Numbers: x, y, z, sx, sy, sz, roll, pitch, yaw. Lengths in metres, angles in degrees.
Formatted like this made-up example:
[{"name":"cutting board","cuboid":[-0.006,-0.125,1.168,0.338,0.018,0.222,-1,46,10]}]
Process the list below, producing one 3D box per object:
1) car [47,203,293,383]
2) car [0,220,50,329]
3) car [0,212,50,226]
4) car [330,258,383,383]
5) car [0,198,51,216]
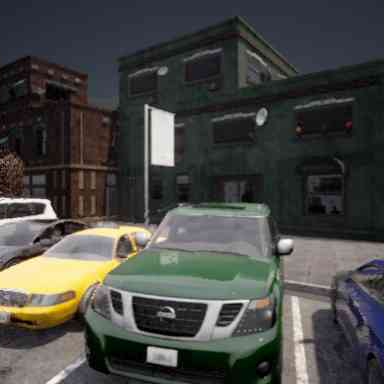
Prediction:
[{"name":"car","cuboid":[0.462,1.233,5.773,2.435,2.045,5.566,1,-1,15]},{"name":"car","cuboid":[-2.037,1.479,7.363,1.946,1.575,5.366,1,-1,16]},{"name":"car","cuboid":[-4.438,1.514,9.262,2.163,1.488,4.792,1,-1,16]},{"name":"car","cuboid":[2.887,1.526,4.044,2.002,1.452,4.674,0,-1,16]},{"name":"car","cuboid":[-6.874,1.234,11.016,2.435,2.045,5.566,1,-1,16]}]
